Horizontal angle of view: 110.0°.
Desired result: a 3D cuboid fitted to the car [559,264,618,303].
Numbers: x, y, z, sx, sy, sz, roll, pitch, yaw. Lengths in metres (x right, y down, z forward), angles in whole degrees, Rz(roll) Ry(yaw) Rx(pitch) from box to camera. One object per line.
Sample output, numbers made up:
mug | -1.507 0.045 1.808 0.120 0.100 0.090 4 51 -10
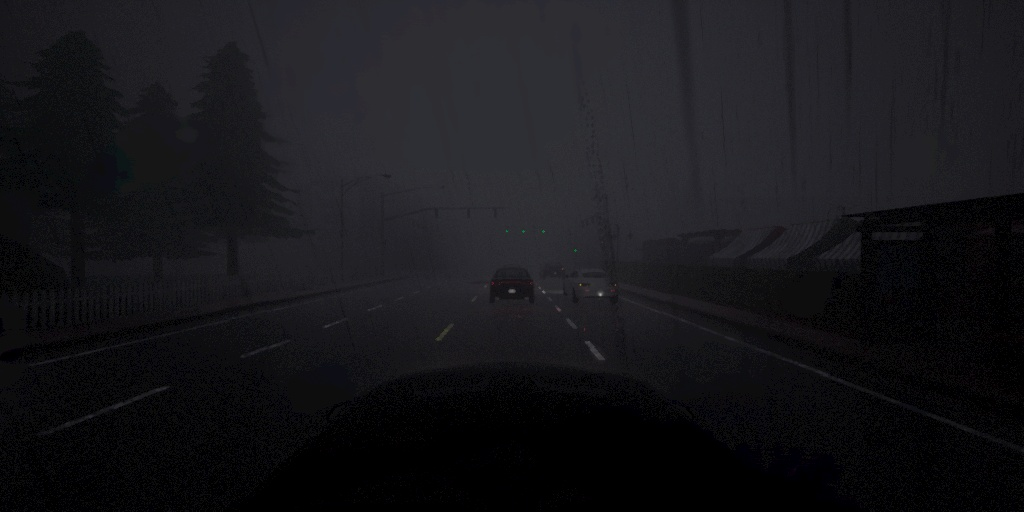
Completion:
car | 3.500 1.282 16.500 1.812 1.442 4.674 0 0 0

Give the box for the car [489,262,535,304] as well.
car | 0.000 1.234 16.500 1.882 1.535 5.008 0 0 0

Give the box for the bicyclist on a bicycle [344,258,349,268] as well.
bicyclist on a bicycle | -25.129 1.049 54.406 0.582 1.620 1.656 0 0 1

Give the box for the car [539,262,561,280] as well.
car | 3.500 1.234 31.500 1.882 1.535 5.008 0 0 0

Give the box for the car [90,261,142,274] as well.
car | -44.685 1.309 40.512 4.892 1.490 1.837 0 0 1
